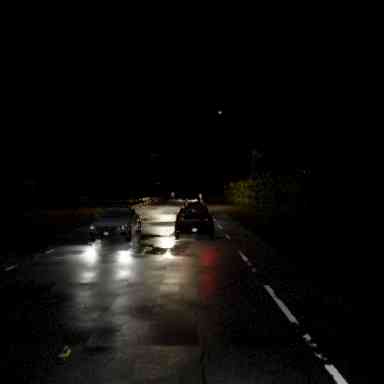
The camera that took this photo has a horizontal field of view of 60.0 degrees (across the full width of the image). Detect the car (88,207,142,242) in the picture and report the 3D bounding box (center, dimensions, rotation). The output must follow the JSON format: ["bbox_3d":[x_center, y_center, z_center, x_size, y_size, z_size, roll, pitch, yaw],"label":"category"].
[{"bbox_3d":[-3.598,1.462,16.246,1.812,1.442,4.674,0,0,0],"label":"car"}]

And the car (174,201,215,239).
[{"bbox_3d":[0.102,1.427,16.796,2.128,1.511,4.902,0,0,0],"label":"car"}]

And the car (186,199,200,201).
[{"bbox_3d":[0.096,1.404,32.600,2.128,1.511,4.902,0,0,0],"label":"car"}]
